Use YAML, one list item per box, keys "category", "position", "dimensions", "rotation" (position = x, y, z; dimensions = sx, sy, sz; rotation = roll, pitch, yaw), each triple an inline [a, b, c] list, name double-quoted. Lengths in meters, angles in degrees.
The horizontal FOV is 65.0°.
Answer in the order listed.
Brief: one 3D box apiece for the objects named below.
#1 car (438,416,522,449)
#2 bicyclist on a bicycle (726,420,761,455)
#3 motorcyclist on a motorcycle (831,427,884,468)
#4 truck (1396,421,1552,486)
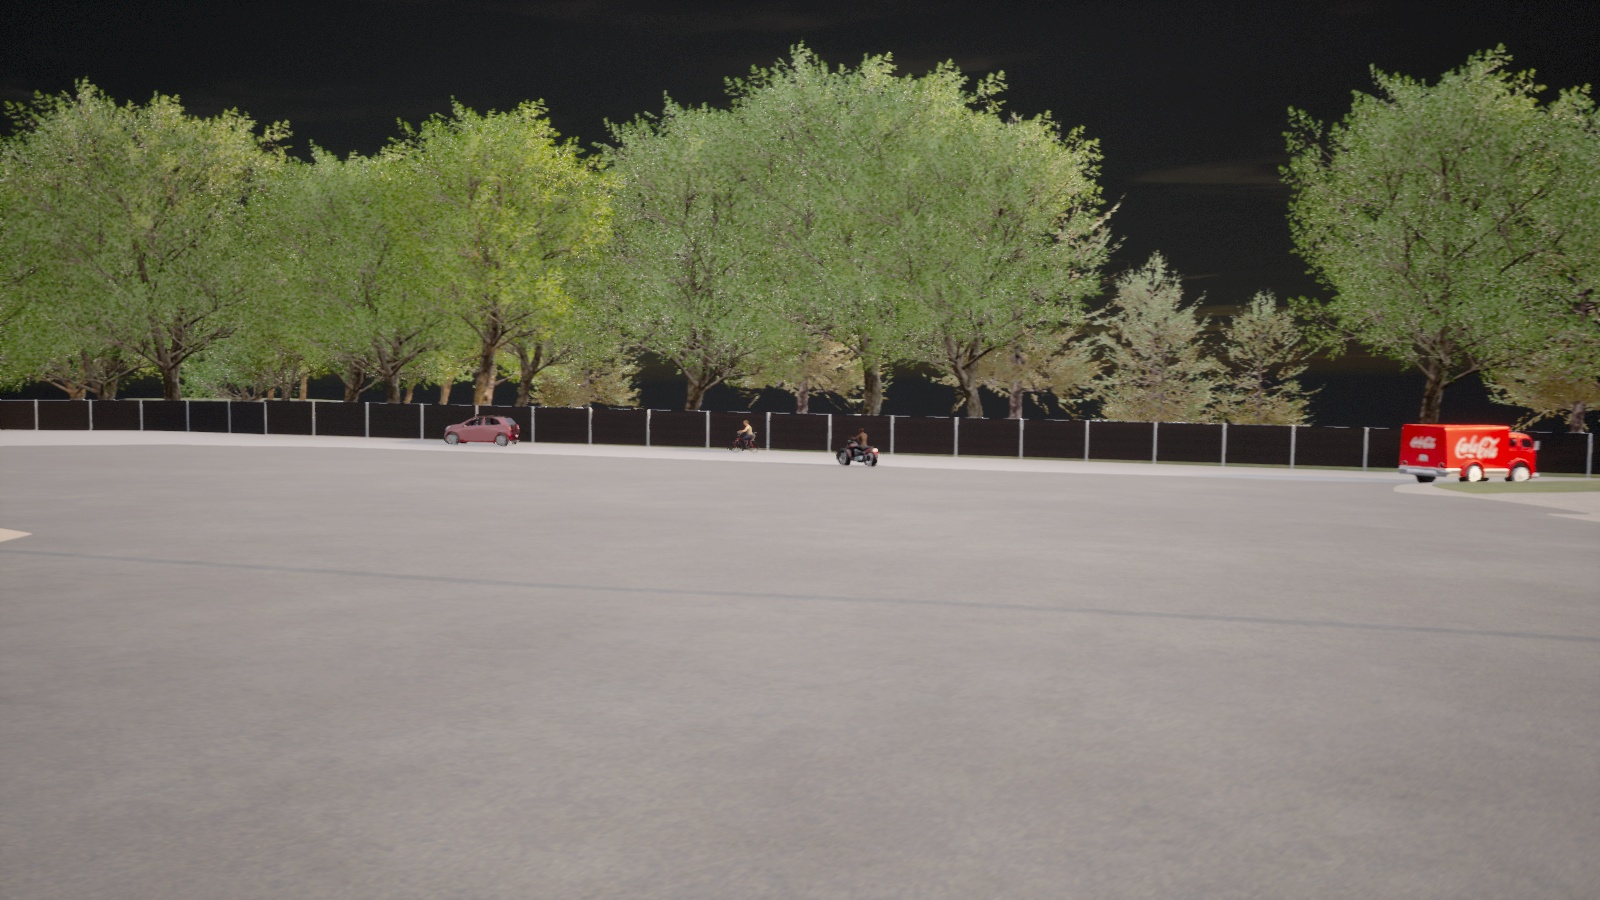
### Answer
- category: "car"
  position: [-15.889, -0.873, 62.451]
  dimensions: [3.633, 1.501, 1.845]
  rotation: [1, 4, 5]
- category: "bicyclist on a bicycle"
  position: [-2.732, -0.625, 60.687]
  dimensions: [1.509, 1.612, 0.866]
  rotation: [2, 3, 16]
- category: "motorcyclist on a motorcycle"
  position: [2.323, -0.114, 51.299]
  dimensions: [0.766, 1.649, 2.350]
  rotation: [0, 1, -39]
- category: "truck"
  position: [27.085, 0.099, 50.509]
  dimensions: [5.204, 2.467, 2.627]
  rotation: [0, 3, -19]
